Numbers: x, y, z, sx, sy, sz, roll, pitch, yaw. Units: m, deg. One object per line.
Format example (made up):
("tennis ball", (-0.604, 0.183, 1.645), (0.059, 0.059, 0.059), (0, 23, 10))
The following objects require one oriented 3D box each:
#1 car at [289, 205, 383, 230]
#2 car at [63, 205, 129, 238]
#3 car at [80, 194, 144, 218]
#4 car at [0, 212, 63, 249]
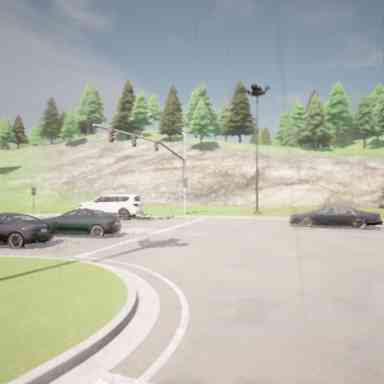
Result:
("car", (8.926, 1.547, 20.969), (5.357, 1.411, 2.033), (0, 0, 16))
("car", (-5.756, 1.563, 17.252), (4.181, 1.385, 1.994), (0, 0, 12))
("car", (-6.817, 1.221, 28.163), (5.566, 2.045, 2.150), (0, 0, 10))
("car", (-8.081, 1.563, 14.137), (4.181, 1.385, 1.994), (0, 0, 10))
